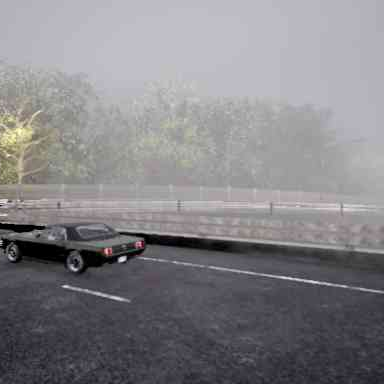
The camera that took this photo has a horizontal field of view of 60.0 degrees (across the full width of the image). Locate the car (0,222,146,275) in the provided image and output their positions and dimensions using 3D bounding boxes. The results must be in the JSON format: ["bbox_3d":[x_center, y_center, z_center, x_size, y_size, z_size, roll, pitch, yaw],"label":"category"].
[{"bbox_3d":[-3.827,1.577,10.340,4.718,1.301,1.895,0,0,31],"label":"car"}]
